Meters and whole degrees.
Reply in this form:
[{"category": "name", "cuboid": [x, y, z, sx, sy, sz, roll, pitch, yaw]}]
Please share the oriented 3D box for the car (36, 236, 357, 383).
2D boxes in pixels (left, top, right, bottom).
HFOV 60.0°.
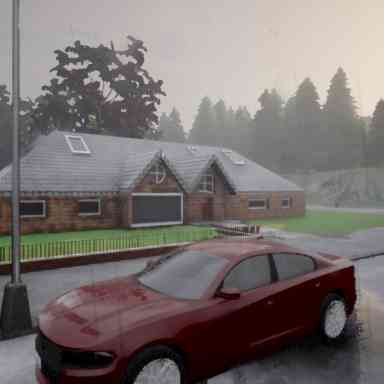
[{"category": "car", "cuboid": [0.435, 1.477, 4.914, 5.008, 1.535, 1.882, 0, 0, -35]}]
